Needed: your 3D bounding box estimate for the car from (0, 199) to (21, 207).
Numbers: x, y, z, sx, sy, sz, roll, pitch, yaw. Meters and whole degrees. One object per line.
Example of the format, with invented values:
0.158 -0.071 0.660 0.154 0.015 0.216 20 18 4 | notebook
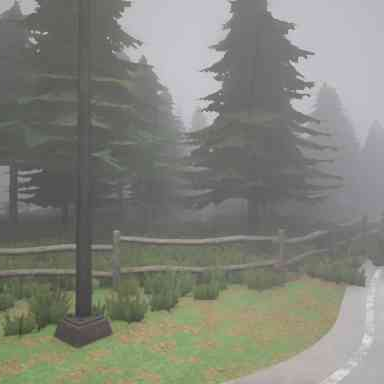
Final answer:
-19.308 1.452 35.323 2.128 1.511 4.902 0 0 3 | car
